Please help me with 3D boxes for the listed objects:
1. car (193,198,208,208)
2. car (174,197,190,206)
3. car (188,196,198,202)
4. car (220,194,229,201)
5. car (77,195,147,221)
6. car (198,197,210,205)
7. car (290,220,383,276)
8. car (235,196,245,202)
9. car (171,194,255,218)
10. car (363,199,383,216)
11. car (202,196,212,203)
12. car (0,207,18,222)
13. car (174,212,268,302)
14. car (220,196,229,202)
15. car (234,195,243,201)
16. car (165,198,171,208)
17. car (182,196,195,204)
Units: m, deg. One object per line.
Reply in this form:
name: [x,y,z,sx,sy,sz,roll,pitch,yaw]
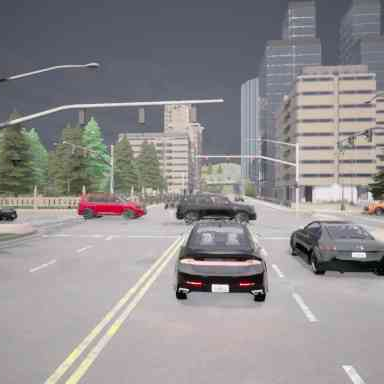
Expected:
car: [1.255,1.601,49.309,1.895,1.301,4.718,0,0,5]
car: [-1.644,1.547,55.715,2.033,1.411,5.357,0,0,6]
car: [0.353,1.595,75.752,1.895,1.301,4.718,0,0,5]
car: [8.334,1.353,85.722,2.097,1.767,4.553,0,0,5]
car: [-6.547,1.224,27.265,5.566,2.045,2.150,0,0,5]
car: [2.142,1.601,58.430,1.895,1.301,4.718,0,0,6]
car: [4.393,1.564,10.413,1.994,1.385,4.181,0,0,5]
car: [10.935,1.591,76.114,1.895,1.301,4.718,0,0,5]
car: [1.610,1.222,22.979,5.566,2.045,2.150,0,0,5]
car: [19.151,1.352,32.135,4.553,1.767,2.097,0,0,7]
car: [3.170,1.505,68.475,1.837,1.490,4.892,0,0,6]
car: [-15.498,1.478,24.596,5.008,1.535,1.882,0,0,5]
car: [0.702,1.492,8.303,2.128,1.511,4.902,0,0,5]
car: [7.544,1.549,77.419,1.994,1.385,4.181,0,0,5]
car: [11.821,1.537,85.420,2.033,1.411,5.357,0,0,5]
car: [-2.527,1.564,46.515,1.994,1.385,4.181,0,0,5]
car: [-0.662,1.478,65.528,1.882,1.535,5.008,0,0,6]
